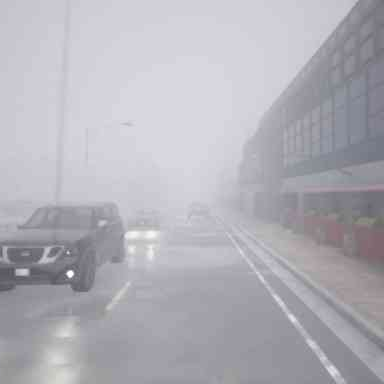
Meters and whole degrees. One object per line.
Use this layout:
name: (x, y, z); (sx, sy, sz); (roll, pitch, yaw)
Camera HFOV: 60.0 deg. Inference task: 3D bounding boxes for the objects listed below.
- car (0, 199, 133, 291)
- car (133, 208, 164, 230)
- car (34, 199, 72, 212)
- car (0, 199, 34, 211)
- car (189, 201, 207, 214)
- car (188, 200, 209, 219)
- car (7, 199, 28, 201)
car: (-3.441, 1.318, 9.621); (2.150, 2.045, 5.566); (0, 0, 1)
car: (-3.108, 1.803, 23.041); (1.994, 1.385, 4.181); (0, -1, 1)
car: (-17.260, 1.659, 41.386); (3.806, 1.475, 1.970); (0, -1, 1)
car: (-24.242, 1.754, 45.174); (4.514, 1.523, 2.007); (0, -1, 1)
car: (0.815, 1.954, 43.684); (2.128, 1.511, 4.902); (0, -1, 2)
car: (0.669, 1.710, 33.810); (2.097, 1.767, 4.553); (0, -1, 1)
car: (-17.052, 1.513, 34.965); (5.027, 1.636, 2.152); (0, -1, 1)
